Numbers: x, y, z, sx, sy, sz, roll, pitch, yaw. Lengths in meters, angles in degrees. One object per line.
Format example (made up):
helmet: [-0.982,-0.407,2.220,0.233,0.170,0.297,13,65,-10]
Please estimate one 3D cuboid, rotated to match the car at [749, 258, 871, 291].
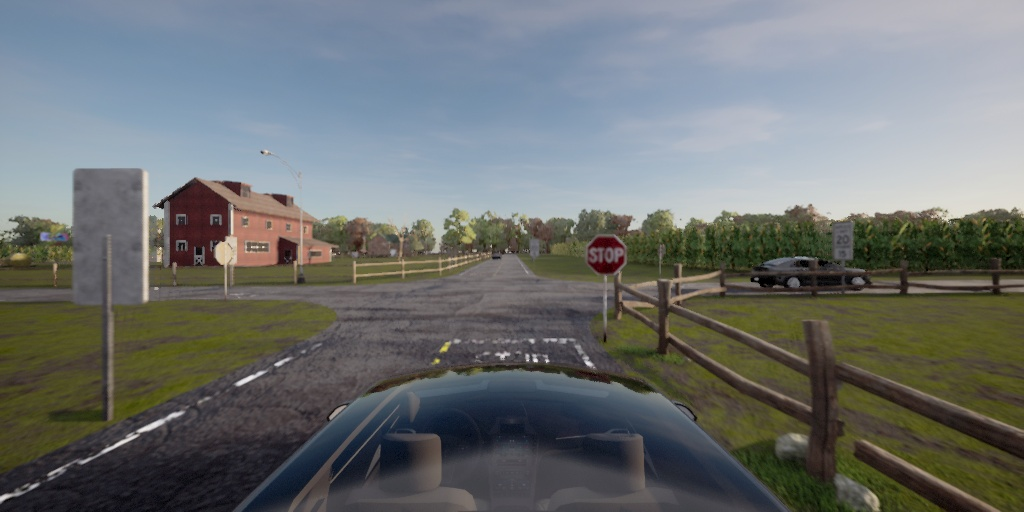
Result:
car: [13.883,0.822,16.826,4.892,1.490,1.837,-1,0,0]
